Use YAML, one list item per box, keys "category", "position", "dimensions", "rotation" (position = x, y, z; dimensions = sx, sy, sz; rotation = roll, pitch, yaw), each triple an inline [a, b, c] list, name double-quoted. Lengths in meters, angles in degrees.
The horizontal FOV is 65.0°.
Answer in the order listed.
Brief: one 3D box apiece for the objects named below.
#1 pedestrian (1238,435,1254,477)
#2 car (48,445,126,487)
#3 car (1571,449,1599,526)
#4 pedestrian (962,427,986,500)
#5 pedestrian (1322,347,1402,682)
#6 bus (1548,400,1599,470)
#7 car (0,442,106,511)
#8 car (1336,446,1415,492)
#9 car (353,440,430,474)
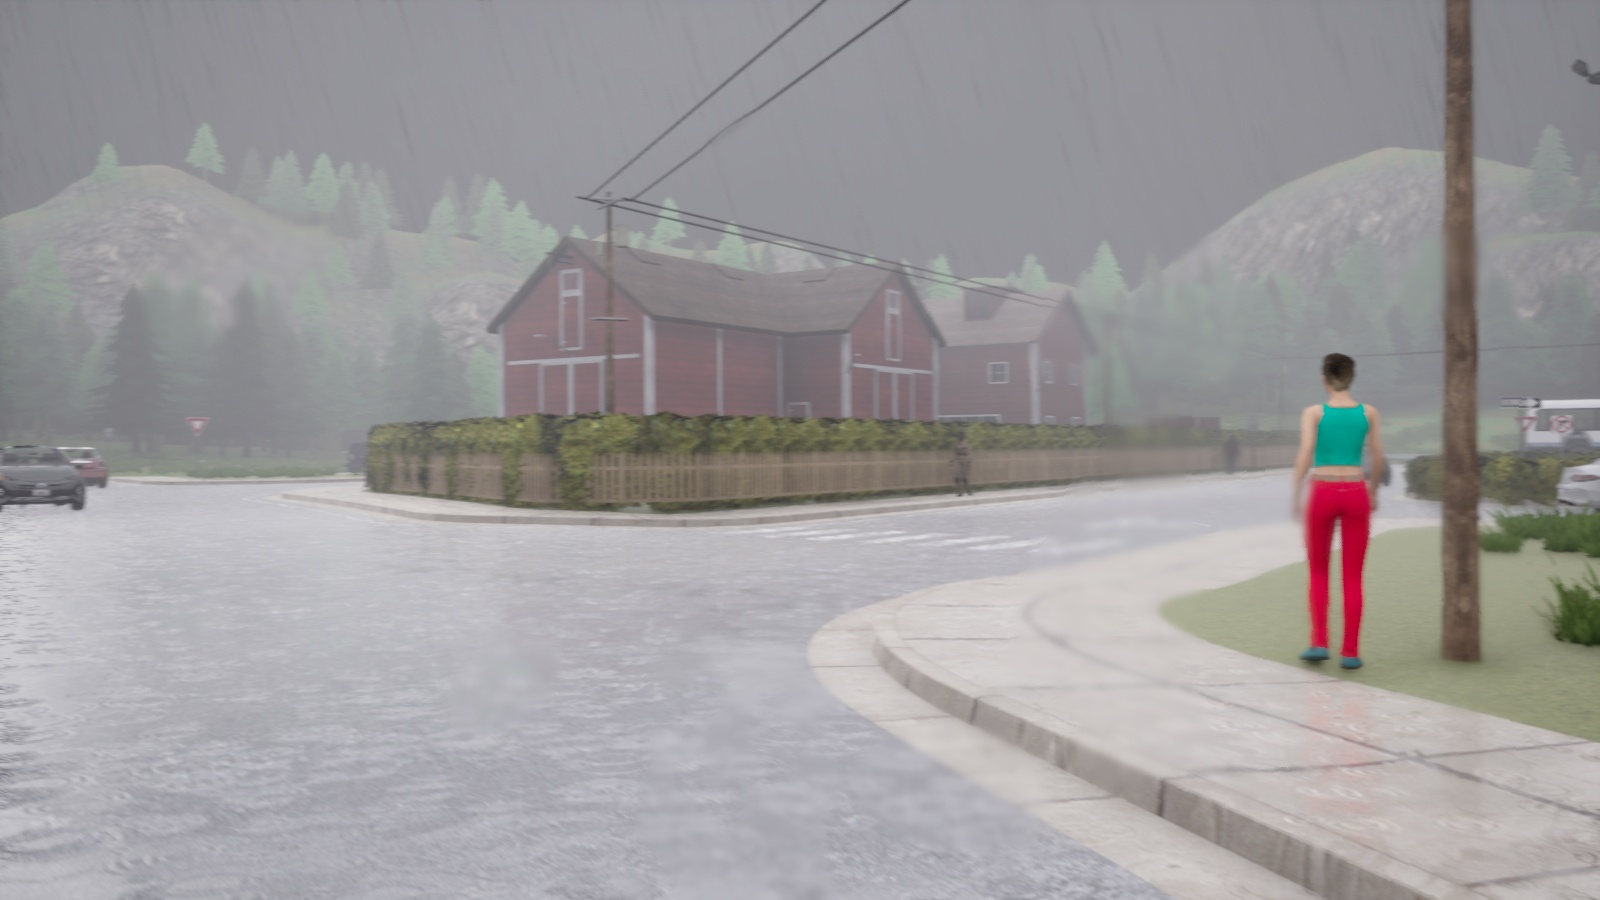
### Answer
- category: "pedestrian"
  position: [19.366, 0.256, 54.520]
  dimensions: [0.634, 1.844, 0.899]
  rotation: [0, 0, 17]
- category: "car"
  position: [-26.149, 0.546, 45.997]
  dimensions: [1.970, 1.475, 3.806]
  rotation: [0, 0, -38]
- category: "car"
  position: [17.313, 0.688, 23.512]
  dimensions: [4.674, 1.442, 1.812]
  rotation: [0, 0, 22]
- category: "pedestrian"
  position: [4.658, 0.351, 33.600]
  dimensions: [0.396, 1.930, 0.692]
  rotation: [0, 0, 31]
- category: "pedestrian"
  position: [3.215, 0.352, 7.207]
  dimensions: [0.345, 1.836, 0.594]
  rotation: [0, 0, 17]
- category: "bus"
  position: [51.686, -0.942, 76.471]
  dimensions: [10.273, 4.253, 3.944]
  rotation: [0, 0, 35]
- category: "car"
  position: [-18.207, 0.587, 30.313]
  dimensions: [2.007, 1.525, 4.514]
  rotation: [0, 0, -36]
- category: "car"
  position: [19.785, 0.633, 43.097]
  dimensions: [1.845, 1.501, 3.633]
  rotation: [0, 0, 35]
- category: "car"
  position: [-23.622, 0.396, 72.747]
  dimensions: [1.905, 1.878, 3.866]
  rotation: [0, 0, 35]
